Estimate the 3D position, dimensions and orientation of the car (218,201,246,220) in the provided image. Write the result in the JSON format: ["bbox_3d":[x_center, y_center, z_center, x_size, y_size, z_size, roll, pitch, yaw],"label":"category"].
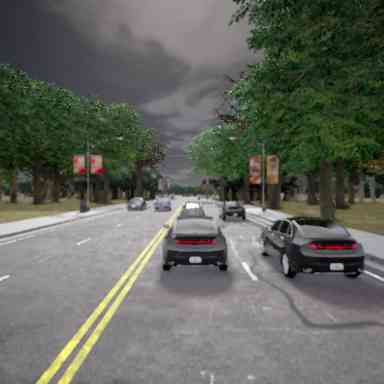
[{"bbox_3d":[3.314,1.489,27.842,1.837,1.490,4.892,0,0,0],"label":"car"}]

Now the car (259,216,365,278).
[{"bbox_3d":[3.337,1.488,10.106,1.837,1.490,4.892,0,0,0],"label":"car"}]

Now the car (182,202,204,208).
[{"bbox_3d":[0.061,1.550,28.272,1.994,1.385,4.181,0,0,0],"label":"car"}]

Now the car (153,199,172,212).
[{"bbox_3d":[-3.396,1.514,39.461,1.812,1.442,4.674,0,0,0],"label":"car"}]

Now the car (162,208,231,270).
[{"bbox_3d":[0.085,1.488,10.898,1.837,1.490,4.892,0,0,0],"label":"car"}]

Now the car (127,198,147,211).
[{"bbox_3d":[-6.646,1.482,40.374,2.128,1.511,4.902,0,0,0],"label":"car"}]
